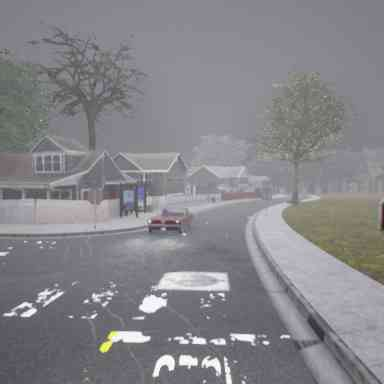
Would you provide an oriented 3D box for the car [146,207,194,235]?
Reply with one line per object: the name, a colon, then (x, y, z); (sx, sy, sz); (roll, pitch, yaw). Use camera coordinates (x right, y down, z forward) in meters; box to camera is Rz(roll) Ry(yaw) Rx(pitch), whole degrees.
car: (-1.119, 1.571, 19.016); (1.895, 1.301, 4.718); (0, 0, 9)
